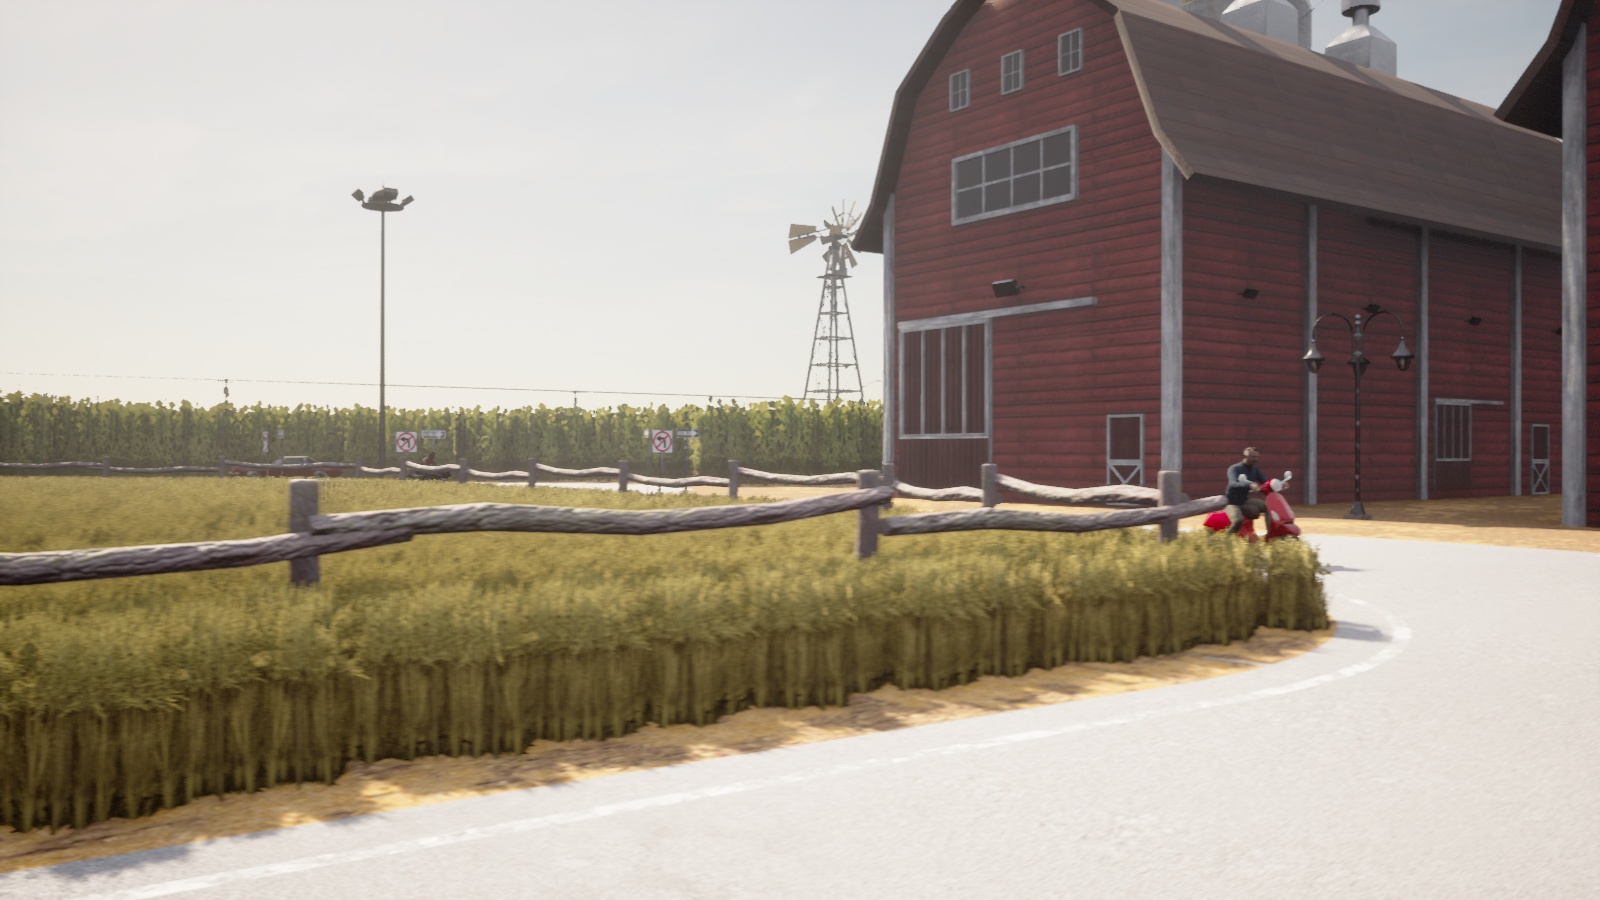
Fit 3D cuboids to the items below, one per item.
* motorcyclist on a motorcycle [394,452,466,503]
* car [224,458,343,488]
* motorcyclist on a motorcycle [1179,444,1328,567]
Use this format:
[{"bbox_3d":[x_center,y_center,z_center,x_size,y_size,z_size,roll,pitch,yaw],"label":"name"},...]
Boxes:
[{"bbox_3d":[-11.630,0.849,39.459,2.044,1.523,0.797,0,3,20],"label":"motorcyclist on a motorcycle"},{"bbox_3d":[-23.620,1.036,57.471,4.718,1.301,1.895,0,0,-36],"label":"car"},{"bbox_3d":[6.187,0.727,17.235,0.866,1.590,1.817,0,-1,-27],"label":"motorcyclist on a motorcycle"}]
